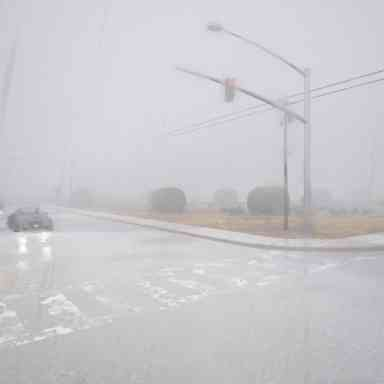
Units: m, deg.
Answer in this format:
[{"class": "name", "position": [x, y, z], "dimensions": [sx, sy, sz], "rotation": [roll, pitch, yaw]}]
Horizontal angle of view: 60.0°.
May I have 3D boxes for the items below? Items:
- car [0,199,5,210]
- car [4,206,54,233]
[{"class": "car", "position": [-24.235, 1.433, 40.817], "dimensions": [1.994, 1.385, 4.181], "rotation": [0, 0, -35]}, {"class": "car", "position": [-9.581, 1.608, 19.654], "dimensions": [1.994, 1.385, 4.181], "rotation": [0, 1, -35]}]
